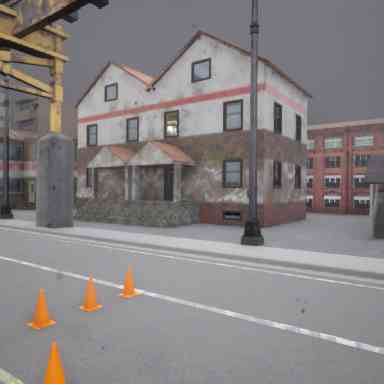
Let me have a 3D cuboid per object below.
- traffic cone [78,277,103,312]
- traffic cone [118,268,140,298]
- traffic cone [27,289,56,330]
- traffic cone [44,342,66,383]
[{"bbox_3d":[-1.960,1.949,6.441,0.340,0.580,0.340,0,0,36],"label":"traffic cone"},{"bbox_3d":[-1.375,1.949,7.251,0.340,0.580,0.340,0,0,36],"label":"traffic cone"},{"bbox_3d":[-2.546,1.949,5.630,0.340,0.580,0.340,0,0,36],"label":"traffic cone"},{"bbox_3d":[-1.509,1.952,3.648,0.340,0.580,0.340,0,0,36],"label":"traffic cone"}]
